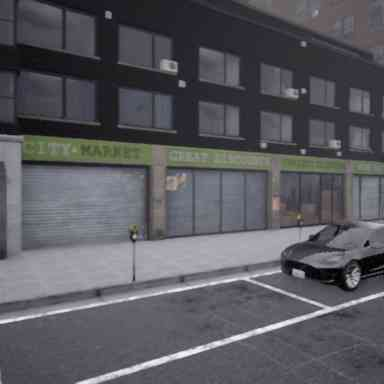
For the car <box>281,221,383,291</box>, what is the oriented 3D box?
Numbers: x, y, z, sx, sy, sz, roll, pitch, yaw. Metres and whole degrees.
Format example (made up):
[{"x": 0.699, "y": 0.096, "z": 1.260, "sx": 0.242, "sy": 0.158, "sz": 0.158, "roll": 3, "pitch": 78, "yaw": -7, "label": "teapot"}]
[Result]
[{"x": 4.272, "y": 1.469, "z": 8.684, "sx": 4.313, "sy": 1.339, "sz": 1.947, "roll": 0, "pitch": 1, "yaw": -32, "label": "car"}]
